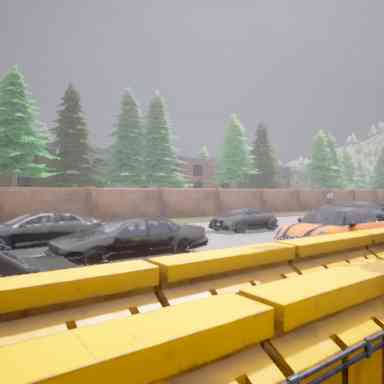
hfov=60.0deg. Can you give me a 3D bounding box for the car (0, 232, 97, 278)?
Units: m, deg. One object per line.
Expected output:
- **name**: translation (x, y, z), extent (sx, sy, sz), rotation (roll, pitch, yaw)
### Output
- **car**: translation (-4.191, 1.601, 5.286), extent (4.718, 1.301, 1.895), rotation (0, 0, -36)

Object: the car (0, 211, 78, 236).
- **car**: translation (-5.820, 1.492, 12.723), extent (4.902, 1.511, 2.128), rotation (0, 0, -36)

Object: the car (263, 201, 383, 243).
- **car**: translation (4.982, 1.353, 11.829), extent (4.553, 1.767, 2.097), rotation (0, 0, -35)

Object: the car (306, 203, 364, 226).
- **car**: translation (10.426, 1.564, 24.194), extent (4.181, 1.385, 1.994), rotation (0, 0, -36)

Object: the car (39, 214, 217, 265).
- **car**: translation (-1.948, 1.547, 11.190), extent (5.357, 1.411, 2.033), rotation (0, 0, -35)

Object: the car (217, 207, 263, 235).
- **car**: translation (3.014, 1.564, 19.031), extent (4.181, 1.385, 1.994), rotation (0, 0, -37)
